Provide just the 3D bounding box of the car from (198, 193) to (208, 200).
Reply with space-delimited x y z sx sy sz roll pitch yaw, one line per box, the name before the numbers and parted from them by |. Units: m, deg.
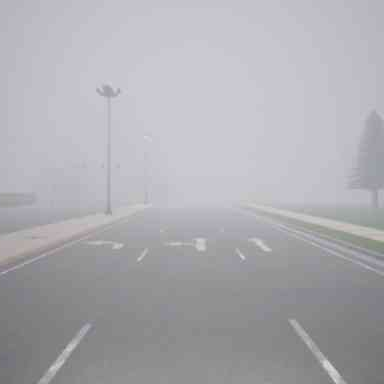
car | 3.111 1.191 88.244 2.150 2.045 5.566 0 0 0
